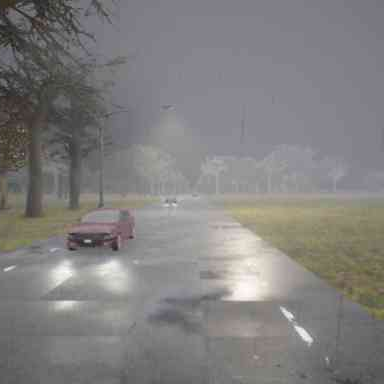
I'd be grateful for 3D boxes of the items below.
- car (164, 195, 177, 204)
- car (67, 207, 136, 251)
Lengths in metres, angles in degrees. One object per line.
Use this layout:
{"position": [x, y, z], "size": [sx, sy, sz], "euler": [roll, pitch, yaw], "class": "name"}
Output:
{"position": [-3.576, 1.280, 56.508], "size": [1.812, 1.442, 4.674], "euler": [0, 0, 1], "class": "car"}
{"position": [-3.606, 1.419, 13.992], "size": [1.882, 1.535, 5.008], "euler": [0, 0, 0], "class": "car"}
